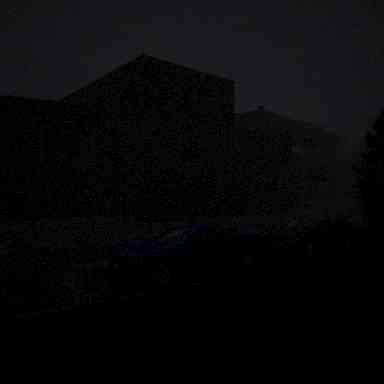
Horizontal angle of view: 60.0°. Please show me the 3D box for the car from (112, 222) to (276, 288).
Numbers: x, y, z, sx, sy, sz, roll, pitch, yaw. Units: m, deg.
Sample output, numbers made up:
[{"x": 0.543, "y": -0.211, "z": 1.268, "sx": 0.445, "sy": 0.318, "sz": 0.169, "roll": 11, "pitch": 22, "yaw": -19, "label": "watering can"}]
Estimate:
[{"x": 0.024, "y": 1.746, "z": 10.311, "sx": 5.008, "sy": 1.535, "sz": 2.097, "roll": 1, "pitch": -1, "yaw": -36, "label": "car"}]

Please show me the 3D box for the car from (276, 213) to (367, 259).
[{"x": 5.040, "y": 1.801, "z": 14.167, "sx": 4.892, "sy": 1.521, "sz": 2.231, "roll": 1, "pitch": -1, "yaw": -38, "label": "car"}]

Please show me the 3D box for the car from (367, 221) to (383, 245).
[{"x": 9.405, "y": 1.863, "z": 17.848, "sx": 5.008, "sy": 1.535, "sz": 2.097, "roll": 1, "pitch": -1, "yaw": -40, "label": "car"}]
